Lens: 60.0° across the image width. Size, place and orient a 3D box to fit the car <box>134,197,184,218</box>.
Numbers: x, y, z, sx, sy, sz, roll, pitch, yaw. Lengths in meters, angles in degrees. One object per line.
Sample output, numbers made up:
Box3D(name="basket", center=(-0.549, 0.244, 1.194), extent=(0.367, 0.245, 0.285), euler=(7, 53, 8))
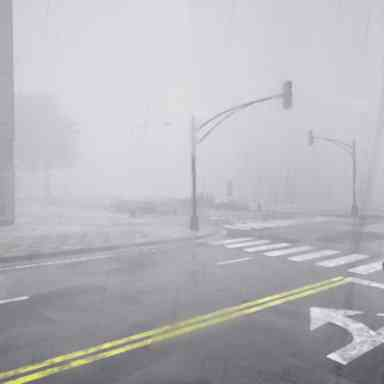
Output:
Box3D(name="car", center=(-2.908, 1.391, 28.187), extent=(1.947, 1.339, 4.313), euler=(-1, 1, -37))

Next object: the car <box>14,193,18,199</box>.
Box3D(name="car", center=(-39.899, 1.287, 77.985), extent=(1.802, 1.307, 4.206), euler=(-1, 1, -37))

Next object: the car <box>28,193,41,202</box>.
Box3D(name="car", center=(-29.812, 1.272, 64.404), extent=(1.887, 1.381, 4.507), euler=(-1, 1, -37))

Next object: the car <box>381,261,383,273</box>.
Box3D(name="car", center=(6.923, 1.455, 8.477), extent=(5.357, 1.411, 2.033), euler=(-1, 0, -35))

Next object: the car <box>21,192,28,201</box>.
Box3D(name="car", center=(-33.177, 1.034, 68.929), extent=(2.192, 1.841, 5.009), euler=(-1, 1, -37))

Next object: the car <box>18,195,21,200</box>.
Box3D(name="car", center=(-36.538, 1.277, 73.459), extent=(1.947, 1.339, 4.313), euler=(-1, 1, -37))

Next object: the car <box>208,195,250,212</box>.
Box3D(name="car", center=(3.936, 1.286, 33.269), extent=(1.802, 1.307, 4.206), euler=(-1, 1, -37))

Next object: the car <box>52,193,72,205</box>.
Box3D(name="car", center=(-19.621, 1.279, 50.685), extent=(1.752, 1.417, 4.829), euler=(-1, 1, -37))

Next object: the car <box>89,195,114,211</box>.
Box3D(name="car", center=(-9.634, 1.373, 37.242), extent=(1.802, 1.307, 4.206), euler=(-1, 1, -37))

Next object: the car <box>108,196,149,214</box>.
Box3D(name="car", center=(-6.271, 1.372, 32.715), extent=(1.947, 1.339, 4.313), euler=(-1, 1, -37))

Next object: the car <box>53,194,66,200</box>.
Box3D(name="car", center=(-33.152, 1.109, 83.196), extent=(1.752, 1.417, 4.829), euler=(-1, 1, -37))

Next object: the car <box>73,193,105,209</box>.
Box3D(name="car", center=(-12.998, 1.216, 41.767), extent=(1.967, 1.590, 4.097), euler=(-1, 1, -37))

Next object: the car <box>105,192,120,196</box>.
Box3D(name="car", center=(-12.877, 1.176, 55.900), extent=(1.887, 1.381, 4.507), euler=(-1, 1, -37))

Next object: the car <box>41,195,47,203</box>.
Box3D(name="car", center=(-23.086, 1.309, 55.350), extent=(1.947, 1.339, 4.313), euler=(-1, 1, -37))

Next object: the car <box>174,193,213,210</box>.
Box3D(name="car", center=(0.571, 1.000, 37.793), extent=(2.192, 1.841, 5.009), euler=(-1, 1, -37))

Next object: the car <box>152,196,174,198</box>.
Box3D(name="car", center=(-2.789, 1.236, 42.322), extent=(1.947, 1.339, 4.313), euler=(-1, 1, -37))

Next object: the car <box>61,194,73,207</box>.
Box3D(name="car", center=(-16.360, 1.346, 46.296), extent=(1.802, 1.307, 4.206), euler=(-1, 1, -37))
